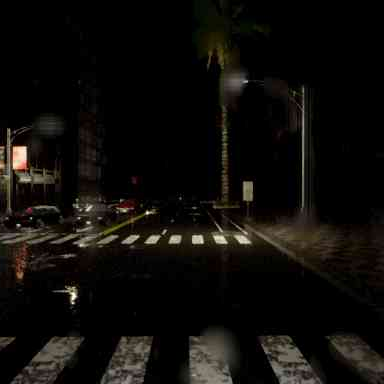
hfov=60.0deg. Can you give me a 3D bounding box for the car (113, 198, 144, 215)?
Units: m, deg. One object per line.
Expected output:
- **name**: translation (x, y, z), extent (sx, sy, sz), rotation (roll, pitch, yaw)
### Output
- **car**: translation (-6.458, 1.537, 34.119), extent (1.812, 1.442, 4.674), rotation (0, 0, 0)

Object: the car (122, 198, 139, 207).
- **car**: translation (-9.598, 1.636, 52.268), extent (1.895, 1.301, 4.718), rotation (0, 0, 1)

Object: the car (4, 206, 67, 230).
- **car**: translation (-9.868, 1.605, 21.369), extent (1.895, 1.301, 4.718), rotation (0, 0, 3)

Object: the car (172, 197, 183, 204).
- **car**: translation (-2.897, 1.633, 67.667), extent (1.994, 1.385, 4.181), rotation (0, 0, 0)

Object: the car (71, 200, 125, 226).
- **car**: translation (-6.506, 1.553, 23.543), extent (2.033, 1.411, 5.357), rotation (0, 0, 0)

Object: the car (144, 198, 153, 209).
- **car**: translation (-6.412, 1.527, 44.551), extent (1.837, 1.490, 4.892), rotation (0, 0, 0)

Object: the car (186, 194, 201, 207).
- **car**: translation (0.209, 1.259, 53.417), extent (2.150, 2.045, 5.566), rotation (0, 0, 0)

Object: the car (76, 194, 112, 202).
- **car**: translation (-9.721, 1.232, 32.071), extent (2.150, 2.045, 5.566), rotation (0, 0, 0)

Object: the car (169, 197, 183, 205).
- **car**: translation (-2.936, 1.610, 57.709), extent (1.994, 1.385, 4.181), rotation (0, 0, 1)

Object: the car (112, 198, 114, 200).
- **car**: translation (-9.674, 1.511, 42.139), extent (2.128, 1.511, 4.902), rotation (0, 0, 1)
